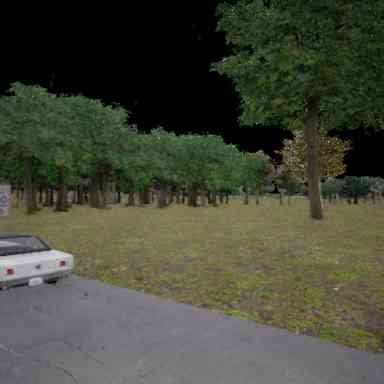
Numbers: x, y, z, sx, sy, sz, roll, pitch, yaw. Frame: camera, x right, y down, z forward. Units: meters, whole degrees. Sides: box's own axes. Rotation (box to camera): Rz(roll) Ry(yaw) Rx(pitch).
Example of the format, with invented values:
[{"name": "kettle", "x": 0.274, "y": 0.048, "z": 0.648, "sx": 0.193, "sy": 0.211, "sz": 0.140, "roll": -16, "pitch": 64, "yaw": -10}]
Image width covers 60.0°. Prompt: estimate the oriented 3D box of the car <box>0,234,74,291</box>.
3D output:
[{"name": "car", "x": -5.293, "y": 1.805, "z": 9.097, "sx": 4.718, "sy": 1.301, "sz": 1.895, "roll": -1, "pitch": -2, "yaw": 40}]
